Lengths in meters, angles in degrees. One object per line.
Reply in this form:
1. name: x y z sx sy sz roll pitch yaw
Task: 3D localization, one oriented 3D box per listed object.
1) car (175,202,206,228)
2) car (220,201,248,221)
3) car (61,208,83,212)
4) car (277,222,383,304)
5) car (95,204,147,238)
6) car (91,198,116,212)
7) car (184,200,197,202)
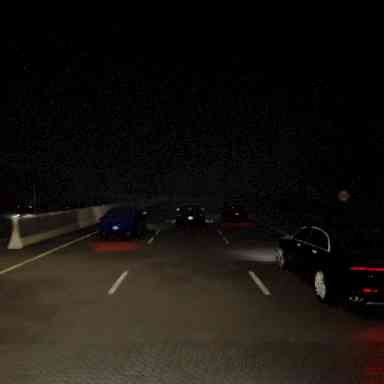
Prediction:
1. car: -0.101 1.590 22.700 1.994 1.385 4.181 0 0 0
2. car: 3.375 1.502 27.471 1.882 1.535 5.008 0 0 0
3. car: -14.374 1.634 40.278 1.994 1.385 4.181 0 0 0
4. car: 3.504 1.510 8.152 1.837 1.490 4.892 0 0 -1
5. car: -3.575 1.504 17.938 1.882 1.535 5.008 0 0 0
6. car: -10.878 1.571 41.331 1.837 1.490 4.892 0 0 0
7. car: -0.194 1.646 40.839 1.895 1.301 4.718 0 0 0
